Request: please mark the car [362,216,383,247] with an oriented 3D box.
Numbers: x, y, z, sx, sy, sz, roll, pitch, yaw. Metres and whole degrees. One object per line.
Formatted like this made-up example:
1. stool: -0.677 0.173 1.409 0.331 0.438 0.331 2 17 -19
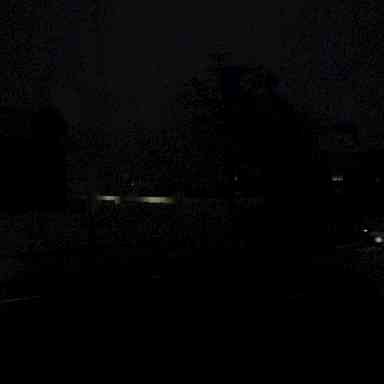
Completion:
1. car: 9.066 1.543 14.016 4.902 1.511 2.128 0 0 -35
